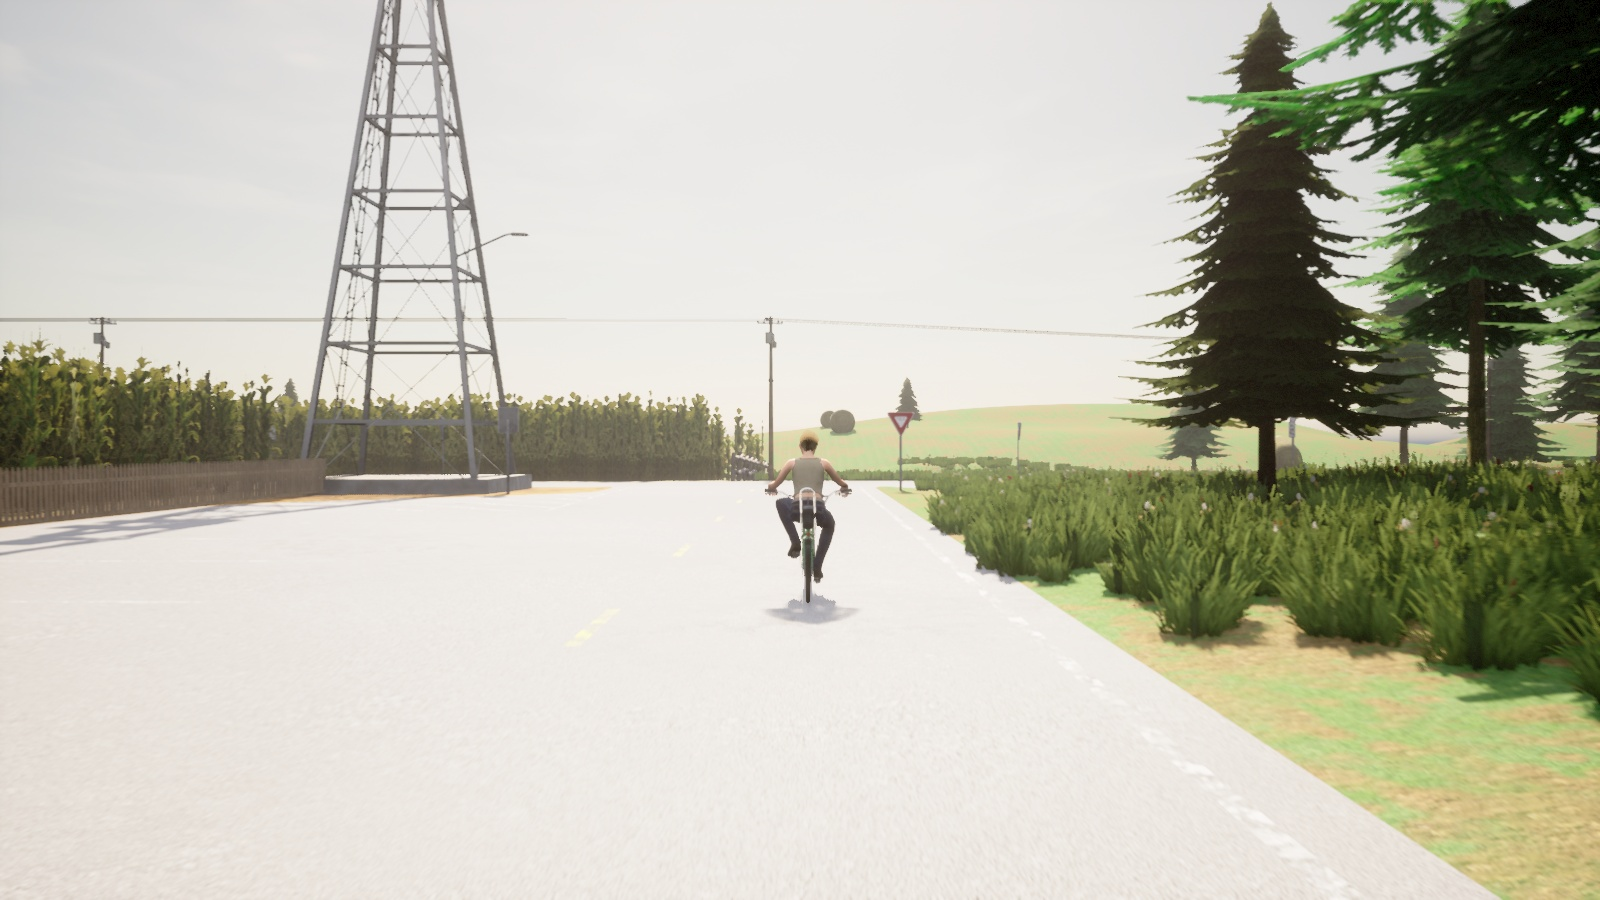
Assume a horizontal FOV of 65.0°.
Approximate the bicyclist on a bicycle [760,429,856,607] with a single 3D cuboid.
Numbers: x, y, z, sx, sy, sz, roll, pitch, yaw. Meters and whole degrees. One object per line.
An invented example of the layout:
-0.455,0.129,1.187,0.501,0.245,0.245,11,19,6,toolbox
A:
0.080,0.615,12.133,0.866,1.612,1.509,0,0,1,bicyclist on a bicycle
